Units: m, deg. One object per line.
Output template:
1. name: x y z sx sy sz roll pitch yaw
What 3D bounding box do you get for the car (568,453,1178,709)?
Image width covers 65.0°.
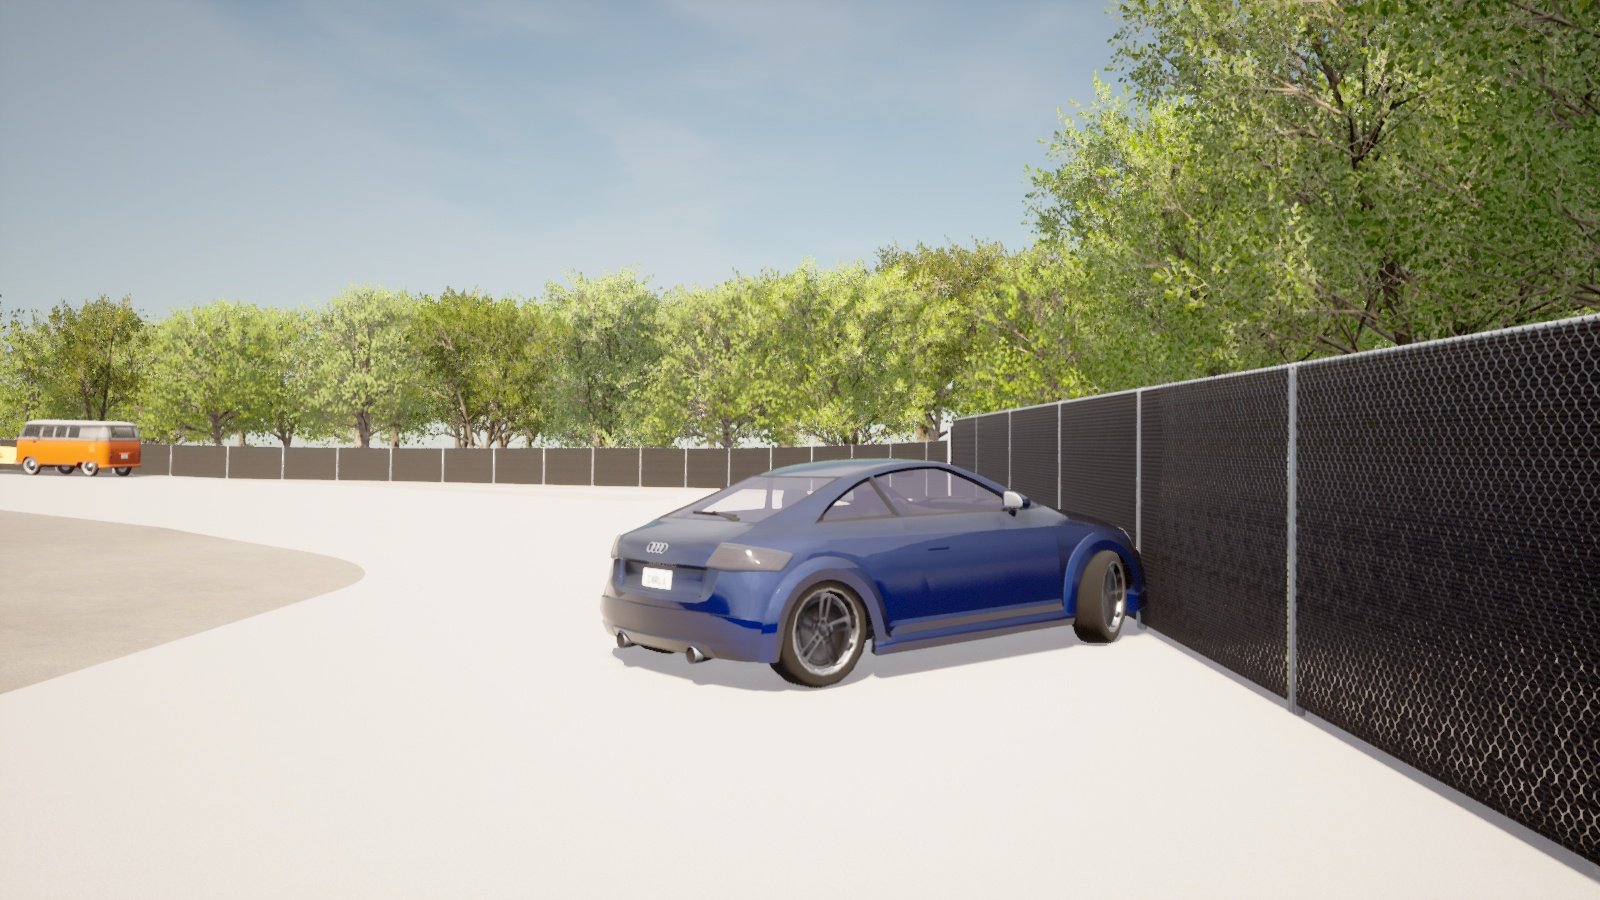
1. car: 0.668 0.749 9.188 4.181 1.385 1.994 -1 0 -39

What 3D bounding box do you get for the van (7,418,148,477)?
1. van: -25.782 -0.109 44.835 4.442 1.987 1.775 1 1 16
